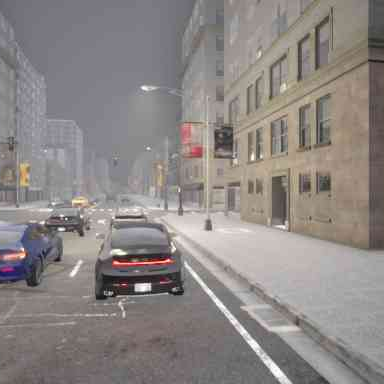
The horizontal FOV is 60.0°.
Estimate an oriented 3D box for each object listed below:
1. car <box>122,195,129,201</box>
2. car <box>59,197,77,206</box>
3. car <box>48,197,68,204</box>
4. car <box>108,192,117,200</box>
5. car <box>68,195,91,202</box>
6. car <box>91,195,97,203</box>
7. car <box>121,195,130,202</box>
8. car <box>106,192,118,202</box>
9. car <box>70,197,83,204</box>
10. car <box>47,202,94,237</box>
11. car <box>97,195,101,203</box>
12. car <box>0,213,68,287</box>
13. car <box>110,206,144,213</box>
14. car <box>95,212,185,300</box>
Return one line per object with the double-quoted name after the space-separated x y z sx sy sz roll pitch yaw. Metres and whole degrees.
-18.004 1.505 89.818 1.882 1.535 5.008 0 0 -11 "car"
-21.500 1.572 57.743 2.033 1.411 5.357 0 0 -11 "car"
-19.636 1.513 48.176 2.128 1.511 4.902 0 0 -15 "car"
-20.948 1.120 87.979 2.150 2.045 5.566 0 0 -11 "car"
-16.425 1.499 48.955 1.882 1.535 5.008 0 0 -11 "car"
-18.239 1.376 58.040 2.097 1.767 4.553 0 0 -12 "car"
-15.046 1.621 75.262 1.895 1.301 4.718 0 0 -11 "car"
-18.872 1.247 77.768 2.150 2.045 5.566 0 0 -11 "car"
-23.435 1.621 67.583 1.895 1.301 4.718 0 0 -11 "car"
-6.627 1.510 18.013 1.837 1.490 4.892 0 0 -12 "car"
-20.132 1.579 67.648 1.994 1.385 4.181 0 0 -11 "car"
-4.804 1.528 9.048 1.812 1.442 4.674 0 0 -11 "car"
-3.332 1.496 17.609 2.128 1.511 4.902 0 0 -11 "car"
-1.379 1.506 8.490 1.837 1.490 4.892 0 0 -11 "car"
